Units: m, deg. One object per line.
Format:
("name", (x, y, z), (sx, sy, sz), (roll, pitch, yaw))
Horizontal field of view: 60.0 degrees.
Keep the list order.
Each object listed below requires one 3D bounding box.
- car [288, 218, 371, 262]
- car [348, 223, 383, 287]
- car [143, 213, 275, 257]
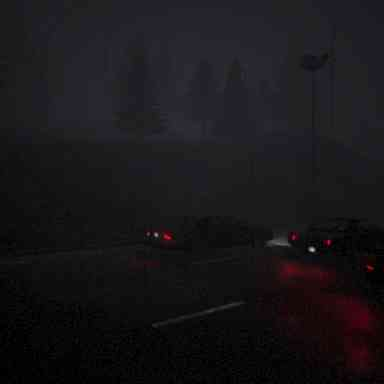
("car", (5.718, 1.588, 12.132), (4.718, 1.301, 1.895), (0, 0, -36))
("car", (5.929, 1.515, 7.984), (4.674, 1.442, 1.812), (0, 0, -36))
("car", (0.820, 1.538, 12.937), (5.357, 1.411, 2.033), (0, 0, -36))
